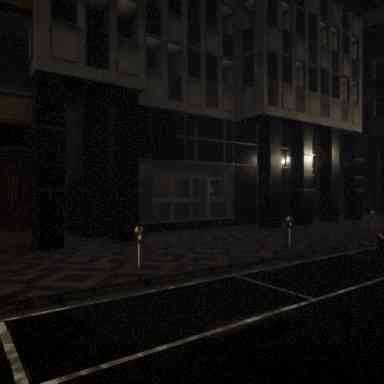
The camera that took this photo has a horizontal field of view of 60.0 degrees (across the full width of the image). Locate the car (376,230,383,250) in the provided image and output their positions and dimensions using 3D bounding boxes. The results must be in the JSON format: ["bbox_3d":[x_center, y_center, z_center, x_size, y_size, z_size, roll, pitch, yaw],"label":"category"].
[{"bbox_3d":[8.906,1.581,13.003,4.206,1.307,1.802,0,0,-35],"label":"car"}]
